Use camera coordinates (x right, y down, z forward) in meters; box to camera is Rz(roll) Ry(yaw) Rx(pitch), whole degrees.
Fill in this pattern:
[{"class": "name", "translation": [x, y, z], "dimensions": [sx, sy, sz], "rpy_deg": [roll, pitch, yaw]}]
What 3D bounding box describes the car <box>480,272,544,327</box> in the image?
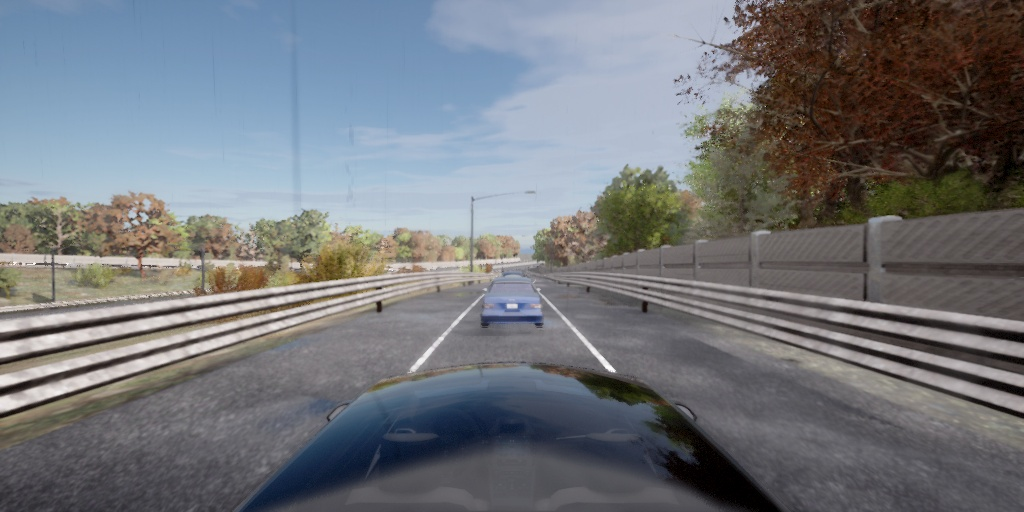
[{"class": "car", "translation": [0.007, 1.389, 11.765], "dimensions": [2.033, 1.411, 5.357], "rpy_deg": [0, -1, 0]}]
